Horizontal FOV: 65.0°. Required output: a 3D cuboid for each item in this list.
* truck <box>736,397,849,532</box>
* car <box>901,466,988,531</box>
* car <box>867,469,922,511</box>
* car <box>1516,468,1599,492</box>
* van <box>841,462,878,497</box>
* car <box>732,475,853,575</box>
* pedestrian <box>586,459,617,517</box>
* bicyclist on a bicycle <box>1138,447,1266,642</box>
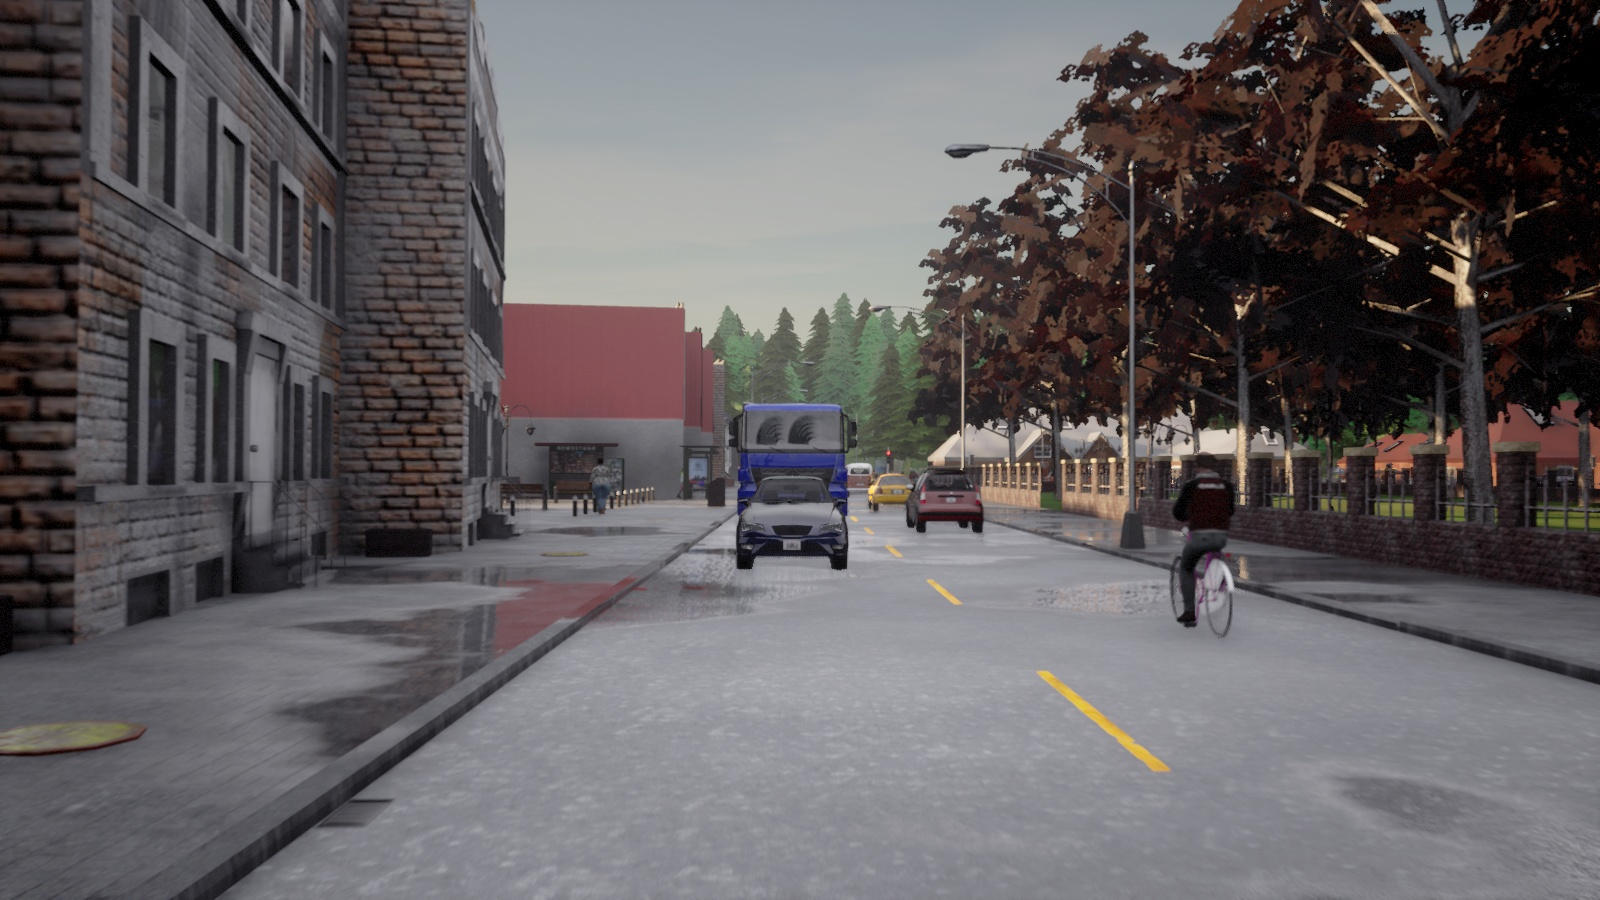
[{"bbox_3d":[-0.201,0.431,36.254,2.891,3.462,7.936,0,-1,0],"label":"truck"},{"bbox_3d":[3.814,1.253,33.676,1.851,1.617,3.988,0,-1,0],"label":"car"},{"bbox_3d":[3.745,1.571,50.550,1.801,1.575,5.366,0,-1,0],"label":"car"},{"bbox_3d":[48.773,1.912,80.969,2.128,1.511,4.902,0,-1,-4],"label":"car"},{"bbox_3d":[3.628,1.799,77.314,2.069,2.038,4.480,0,-1,0],"label":"van"},{"bbox_3d":[-0.120,1.176,21.046,1.816,1.474,4.193,0,-1,0],"label":"car"},{"bbox_3d":[-6.461,1.228,40.900,0.874,1.855,0.900,0,-1,-16],"label":"pedestrian"},{"bbox_3d":[3.920,0.874,12.392,0.659,1.776,1.843,0,-1,0],"label":"bicyclist on a bicycle"}]
